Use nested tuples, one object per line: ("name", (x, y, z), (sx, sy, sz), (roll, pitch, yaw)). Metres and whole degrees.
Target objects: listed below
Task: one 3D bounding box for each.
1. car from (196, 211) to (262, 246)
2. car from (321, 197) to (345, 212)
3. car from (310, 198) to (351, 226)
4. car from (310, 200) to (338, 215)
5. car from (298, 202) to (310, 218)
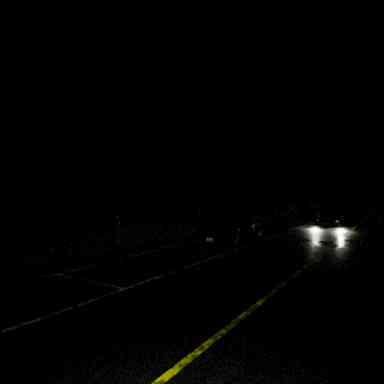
("car", (1.865, 1.566, 15.398), (1.947, 1.339, 4.313), (0, 0, 32))
("car", (16.497, 1.441, 38.830), (1.967, 1.590, 4.097), (0, 0, 32))
("car", (10.125, 1.478, 23.773), (1.882, 1.535, 5.008), (0, 0, 32))
("car", (13.571, 1.566, 34.144), (1.947, 1.339, 4.313), (0, 0, 32))
("car", (10.644, 1.582, 29.458), (1.802, 1.307, 4.206), (0, 0, 32))
